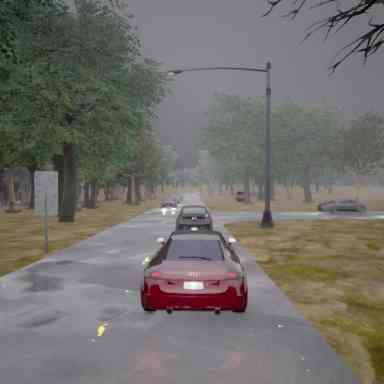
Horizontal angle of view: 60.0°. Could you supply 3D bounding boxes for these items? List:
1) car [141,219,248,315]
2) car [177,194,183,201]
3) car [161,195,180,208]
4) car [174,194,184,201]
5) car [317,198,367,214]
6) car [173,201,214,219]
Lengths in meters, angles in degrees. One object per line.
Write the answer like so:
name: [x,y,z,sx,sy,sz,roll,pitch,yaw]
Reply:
car: [0.092,1.556,7.658,1.994,1.385,4.181,0,0,2]
car: [-2.971,1.311,57.607,1.837,1.490,4.892,0,1,0]
car: [-3.001,1.431,44.405,1.994,1.385,4.181,1,0,0]
car: [-2.858,1.226,73.467,2.033,1.411,5.357,0,0,0]
car: [14.007,1.308,31.193,4.181,1.385,1.994,-1,1,2]
car: [0.120,1.477,18.245,1.837,1.490,4.892,0,1,0]
